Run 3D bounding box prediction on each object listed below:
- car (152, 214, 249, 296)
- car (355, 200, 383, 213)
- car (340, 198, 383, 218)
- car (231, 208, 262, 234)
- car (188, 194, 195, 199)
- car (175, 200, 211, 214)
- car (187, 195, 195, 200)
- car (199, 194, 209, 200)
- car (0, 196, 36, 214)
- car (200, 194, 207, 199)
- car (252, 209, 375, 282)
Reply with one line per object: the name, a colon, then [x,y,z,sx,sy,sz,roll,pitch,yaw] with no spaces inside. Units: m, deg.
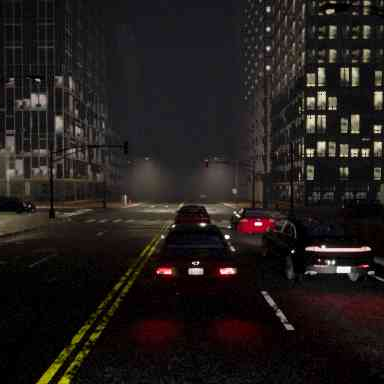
car: [0.081,1.543,8.789,2.033,1.411,5.357,0,0,0]
car: [21.719,1.641,38.555,4.829,1.417,1.752,1,0,1]
car: [16.130,1.517,30.256,5.009,1.841,2.192,1,0,1]
car: [3.306,1.554,18.504,1.994,1.385,4.181,0,0,0]
car: [-0.217,1.333,91.454,1.895,1.301,4.718,0,0,0]
car: [0.061,1.467,18.609,1.882,1.535,5.008,0,0,1]
car: [-0.193,1.438,81.422,1.812,1.442,4.674,0,0,0]
car: [3.057,1.509,81.459,1.895,1.301,4.718,0,0,0]
car: [-18.128,1.207,33.278,4.553,1.767,2.097,1,1,2]
car: [3.033,1.262,91.431,1.812,1.442,4.674,0,0,0]
car: [3.326,1.487,9.704,2.128,1.511,4.902,0,0,0]
